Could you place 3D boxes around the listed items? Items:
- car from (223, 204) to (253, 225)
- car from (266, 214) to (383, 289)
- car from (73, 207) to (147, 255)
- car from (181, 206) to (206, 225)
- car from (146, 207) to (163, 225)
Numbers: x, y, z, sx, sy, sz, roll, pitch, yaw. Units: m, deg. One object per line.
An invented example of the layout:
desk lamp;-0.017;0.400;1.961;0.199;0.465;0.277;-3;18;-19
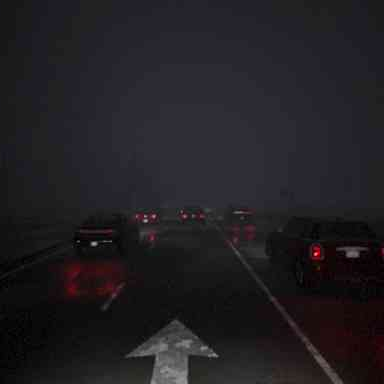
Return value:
car;3.605;1.721;26.463;2.128;1.511;4.902;0;-1;0
car;3.602;1.437;9.600;2.097;1.767;4.553;0;0;0
car;-3.398;1.614;13.962;2.128;1.511;4.902;0;-1;0
car;0.106;1.779;26.178;2.033;1.411;5.357;0;-1;0
car;-3.396;1.836;26.546;1.895;1.301;4.718;0;-1;0
